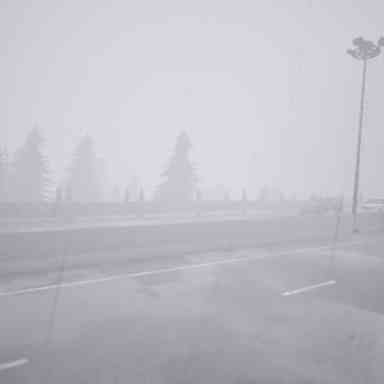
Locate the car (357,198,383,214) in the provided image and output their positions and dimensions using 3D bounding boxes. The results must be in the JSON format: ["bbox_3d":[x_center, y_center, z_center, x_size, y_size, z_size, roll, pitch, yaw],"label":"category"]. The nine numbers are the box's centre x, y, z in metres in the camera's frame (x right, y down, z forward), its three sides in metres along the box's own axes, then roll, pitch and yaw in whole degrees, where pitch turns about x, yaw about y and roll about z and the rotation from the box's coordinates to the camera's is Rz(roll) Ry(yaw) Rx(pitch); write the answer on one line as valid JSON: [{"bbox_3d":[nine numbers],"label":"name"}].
[{"bbox_3d":[19.782,1.629,35.299,5.566,2.045,2.150,1,0,-35],"label":"car"}]

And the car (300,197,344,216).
[{"bbox_3d":[13.876,1.574,35.387,5.566,2.045,2.150,1,0,-35],"label":"car"}]
